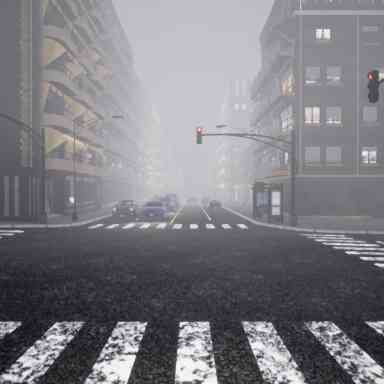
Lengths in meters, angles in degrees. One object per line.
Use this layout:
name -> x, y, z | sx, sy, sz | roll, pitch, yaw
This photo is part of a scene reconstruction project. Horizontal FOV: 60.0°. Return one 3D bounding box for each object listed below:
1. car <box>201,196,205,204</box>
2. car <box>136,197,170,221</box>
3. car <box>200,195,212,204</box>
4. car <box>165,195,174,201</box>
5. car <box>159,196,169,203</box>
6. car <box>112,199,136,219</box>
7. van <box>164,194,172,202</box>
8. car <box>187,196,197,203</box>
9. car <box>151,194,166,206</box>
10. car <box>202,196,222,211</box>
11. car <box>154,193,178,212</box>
car -> 2.651, 1.542, 46.078 | 1.887, 1.381, 4.507 | 0, 0, 0
car -> -3.106, 1.475, 27.689 | 1.882, 1.535, 5.008 | 0, 0, 0
car -> 2.637, 1.437, 62.995 | 1.967, 1.590, 4.097 | 0, 0, 0
car -> -5.761, 1.546, 85.548 | 2.008, 1.369, 4.403 | 0, 0, 0
car -> -5.748, 1.522, 68.462 | 1.752, 1.417, 4.829 | 0, 0, 0
car -> -5.717, 1.438, 29.161 | 1.967, 1.590, 4.097 | 0, 0, 0
van -> -5.757, 1.337, 79.910 | 1.690, 1.788, 3.998 | 0, 0, 0
car -> 0.043, 1.561, 69.663 | 1.994, 1.385, 4.181 | 0, 0, 0
car -> -5.740, 1.312, 57.354 | 2.192, 1.841, 5.009 | 0, 0, 0
car -> 2.655, 1.548, 40.440 | 2.008, 1.369, 4.403 | 0, 0, 0
car -> -3.119, 1.349, 38.857 | 2.097, 1.767, 4.553 | 0, 0, 0
